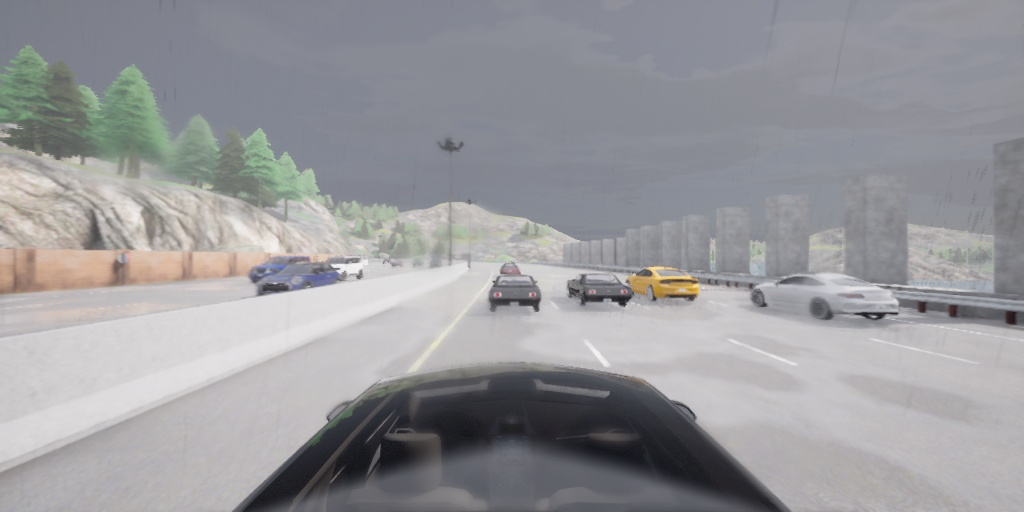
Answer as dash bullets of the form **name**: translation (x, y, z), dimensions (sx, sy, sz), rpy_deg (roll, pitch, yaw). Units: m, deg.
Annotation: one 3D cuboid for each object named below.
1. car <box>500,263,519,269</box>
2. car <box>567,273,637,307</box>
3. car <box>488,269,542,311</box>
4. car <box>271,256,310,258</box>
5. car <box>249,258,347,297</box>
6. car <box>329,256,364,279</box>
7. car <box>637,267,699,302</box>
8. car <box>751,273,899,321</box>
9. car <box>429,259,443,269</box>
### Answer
- **car**: translation (-0.256, 1.398, 36.411), dimensions (1.994, 1.385, 4.181), rpy_deg (0, 0, -2)
- **car**: translation (3.609, 1.389, 15.748), dimensions (1.895, 1.301, 4.718), rpy_deg (0, 0, 0)
- **car**: translation (0.108, 1.382, 14.648), dimensions (1.895, 1.301, 4.718), rpy_deg (0, 0, 0)
- **car**: translation (-17.722, 1.017, 27.954), dimensions (2.150, 2.045, 5.566), rpy_deg (0, 0, -1)
- **car**: translation (-10.610, 1.129, 18.235), dimensions (2.097, 1.767, 4.553), rpy_deg (0, 0, 0)
- **car**: translation (-14.268, 1.026, 29.943), dimensions (2.150, 2.045, 5.566), rpy_deg (0, -1, -1)
- **car**: translation (7.105, 1.274, 17.445), dimensions (1.882, 1.535, 5.008), rpy_deg (0, 0, 0)
- **car**: translation (10.609, 1.314, 12.609), dimensions (1.812, 1.442, 4.674), rpy_deg (0, 0, 0)
- **car**: translation (-13.005, 1.233, 61.654), dimensions (2.097, 1.767, 4.553), rpy_deg (0, 0, -8)
